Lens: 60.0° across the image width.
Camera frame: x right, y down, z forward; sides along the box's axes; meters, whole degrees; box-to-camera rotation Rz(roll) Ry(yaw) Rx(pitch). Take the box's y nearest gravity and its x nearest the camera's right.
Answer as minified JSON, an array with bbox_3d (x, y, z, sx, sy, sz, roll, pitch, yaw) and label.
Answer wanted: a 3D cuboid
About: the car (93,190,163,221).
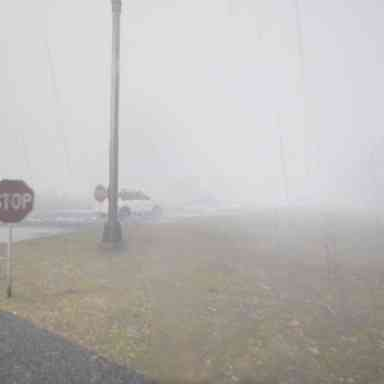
[{"bbox_3d":[-4.432,0.874,23.832,2.150,2.045,5.566,2,1,34],"label":"car"}]

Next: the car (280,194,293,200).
[{"bbox_3d":[21.726,1.127,75.857,2.033,1.411,5.357,2,1,34],"label":"car"}]

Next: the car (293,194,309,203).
[{"bbox_3d":[21.353,1.245,64.230,1.837,1.490,4.892,2,1,27],"label":"car"}]

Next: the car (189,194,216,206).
[{"bbox_3d":[1.522,1.045,45.459,1.882,1.535,5.008,2,2,34],"label":"car"}]
